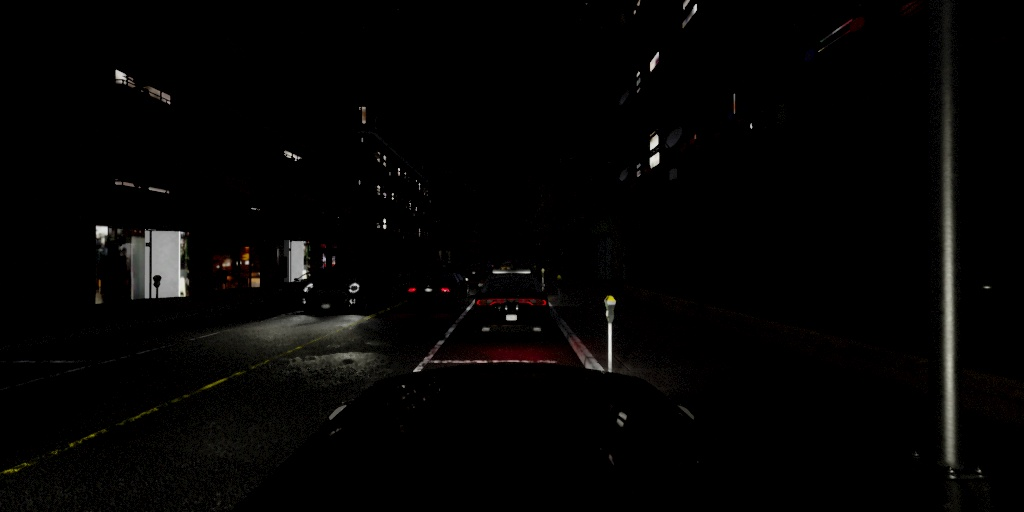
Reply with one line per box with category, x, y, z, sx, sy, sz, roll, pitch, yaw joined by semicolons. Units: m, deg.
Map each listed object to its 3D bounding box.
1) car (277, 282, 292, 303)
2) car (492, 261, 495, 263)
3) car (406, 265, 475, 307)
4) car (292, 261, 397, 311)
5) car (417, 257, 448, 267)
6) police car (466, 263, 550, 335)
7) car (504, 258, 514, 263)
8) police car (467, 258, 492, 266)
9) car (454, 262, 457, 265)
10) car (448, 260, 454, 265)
car;-8.837;1.333;16.462;1.802;1.307;4.207;0;0;0
car;-3.044;1.296;47.436;2.033;1.411;5.357;0;0;0
car;-3.044;1.298;15.574;2.033;1.411;5.357;0;0;0
car;-6.246;1.103;14.279;2.097;1.767;4.553;0;0;0
car;-8.837;1.064;39.007;2.192;1.841;5.009;0;0;0
police car;-0.011;1.175;10.609;1.930;1.638;5.238;0;0;0
car;-0.456;1.275;39.173;1.751;1.417;4.829;0;0;0
police car;-3.145;1.175;32.070;1.930;1.638;5.238;0;0;0
car;-8.837;1.293;50.280;1.888;1.381;4.507;0;0;0
car;-8.837;1.188;44.643;1.967;1.591;4.097;0;0;0
